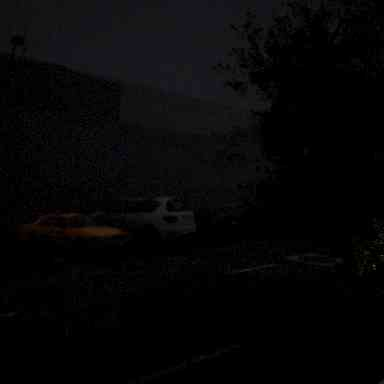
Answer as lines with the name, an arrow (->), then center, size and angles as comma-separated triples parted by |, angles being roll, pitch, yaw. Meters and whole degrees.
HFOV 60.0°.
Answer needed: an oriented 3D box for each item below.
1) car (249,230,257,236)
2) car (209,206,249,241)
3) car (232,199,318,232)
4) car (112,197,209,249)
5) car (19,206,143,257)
car -> 2.531, 1.520, 18.361 | 4.674, 1.452, 2.002 | -1, -1, 35
car -> 0.054, 1.517, 16.625 | 4.792, 1.488, 2.163 | -1, 0, 35
car -> 4.948, 1.335, 20.119 | 4.553, 1.767, 2.185 | -1, -1, 35
car -> -2.391, 1.244, 14.887 | 5.566, 2.045, 2.435 | -1, -1, 35
car -> -4.659, 1.490, 13.025 | 5.366, 1.575, 1.946 | -1, -1, 35
